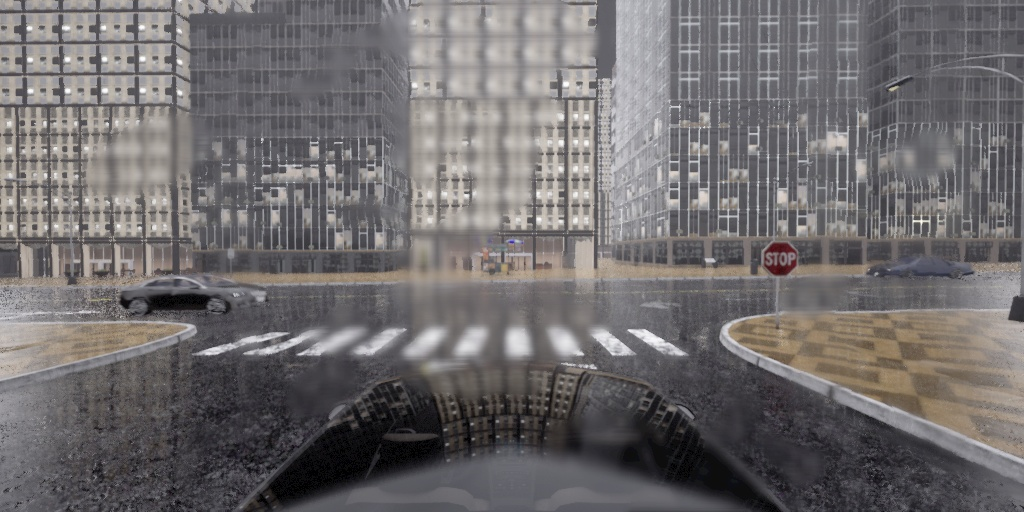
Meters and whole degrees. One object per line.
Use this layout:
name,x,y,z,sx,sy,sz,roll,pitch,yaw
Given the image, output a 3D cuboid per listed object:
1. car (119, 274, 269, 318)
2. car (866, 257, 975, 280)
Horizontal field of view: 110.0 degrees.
car,-12.174,1.451,13.893,4.902,1.511,2.128,-1,1,1
car,26.362,0.796,23.216,5.357,1.411,2.033,-1,1,1
